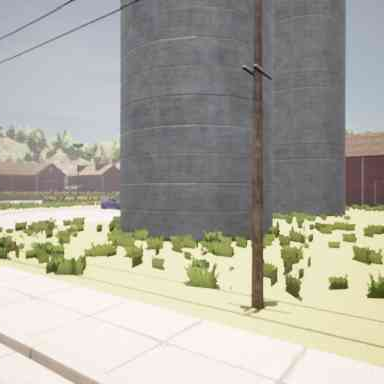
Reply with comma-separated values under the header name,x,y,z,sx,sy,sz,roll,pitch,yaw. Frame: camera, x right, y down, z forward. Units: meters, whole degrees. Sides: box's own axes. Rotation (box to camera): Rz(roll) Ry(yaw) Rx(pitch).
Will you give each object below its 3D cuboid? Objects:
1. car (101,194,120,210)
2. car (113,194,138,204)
name,x,y,z,sx,sy,sz,roll,pitch,yaw
car,-9.373,1.430,41.768,4.611,1.667,2.242,0,0,35
car,-12.166,1.239,60.854,4.605,1.855,1.932,0,0,35
